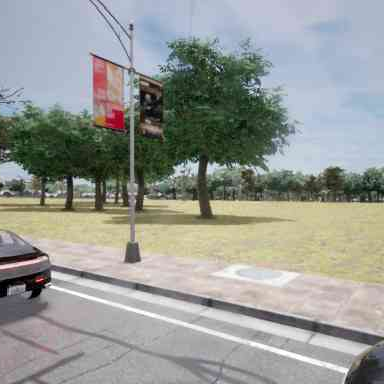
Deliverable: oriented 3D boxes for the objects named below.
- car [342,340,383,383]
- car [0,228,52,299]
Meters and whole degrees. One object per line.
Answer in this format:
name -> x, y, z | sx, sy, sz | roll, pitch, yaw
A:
car -> 3.234, 1.493, 1.368 | 4.902, 1.511, 2.128 | 0, 0, 36
car -> -5.040, 1.515, 7.253 | 4.902, 1.511, 2.128 | 0, 0, 36
